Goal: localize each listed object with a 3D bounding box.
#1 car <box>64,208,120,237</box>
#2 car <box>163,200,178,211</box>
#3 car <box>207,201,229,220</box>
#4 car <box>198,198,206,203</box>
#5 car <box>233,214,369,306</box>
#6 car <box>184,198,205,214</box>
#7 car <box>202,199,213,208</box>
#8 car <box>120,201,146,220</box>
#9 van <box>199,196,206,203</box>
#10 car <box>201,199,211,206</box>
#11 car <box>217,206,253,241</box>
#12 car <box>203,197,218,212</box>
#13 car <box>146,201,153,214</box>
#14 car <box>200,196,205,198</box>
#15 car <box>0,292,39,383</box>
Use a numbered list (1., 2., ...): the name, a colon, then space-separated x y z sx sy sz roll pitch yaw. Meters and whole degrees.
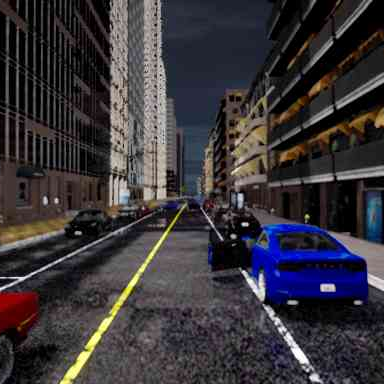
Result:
1. car: -5.689 1.696 18.840 1.947 1.339 4.313 0 0 0
2. car: -3.000 1.842 46.709 1.882 1.535 5.008 0 0 0
3. car: 2.692 1.758 30.137 2.008 1.369 4.403 0 0 0
4. car: 2.692 2.243 92.269 1.947 1.339 4.313 0 0 0
5. car: 2.361 1.533 8.255 1.882 1.535 5.008 0 0 0
6. car: 0.092 1.773 40.243 2.128 1.511 4.902 0 0 0
7. car: 2.691 1.996 58.379 1.802 1.307 4.206 0 0 0
8. car: -5.689 1.760 30.136 2.008 1.369 4.403 0 0 0
9. van: 2.691 1.973 86.622 1.690 1.788 3.998 0 0 0
10. car: 2.691 2.038 64.027 1.802 1.307 4.206 0 0 0
11. car: 2.692 1.694 18.840 1.947 1.339 4.313 0 0 0
12. car: 2.691 1.730 41.434 1.967 1.590 4.097 0 0 0
13. car: -5.689 1.690 35.787 1.967 1.590 4.097 0 0 0
14. car: 2.692 1.688 52.732 2.192 1.841 5.009 0 0 0
15. car: -3.097 1.619 2.494 1.895 1.301 4.718 0 0 0
